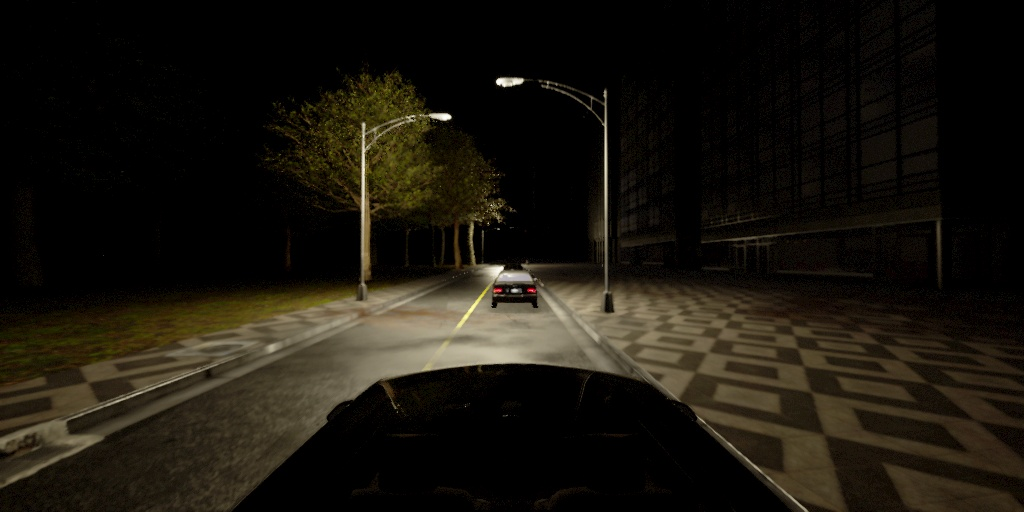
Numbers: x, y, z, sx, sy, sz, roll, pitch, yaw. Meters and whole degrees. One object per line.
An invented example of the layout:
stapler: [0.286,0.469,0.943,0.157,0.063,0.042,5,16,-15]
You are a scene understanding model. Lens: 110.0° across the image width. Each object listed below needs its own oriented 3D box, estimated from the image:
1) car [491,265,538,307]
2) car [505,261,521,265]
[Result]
car: [0.098,1.283,15.321,2.033,1.411,5.357,0,0,0]
car: [0.097,1.234,33.762,1.837,1.490,4.892,0,0,0]
